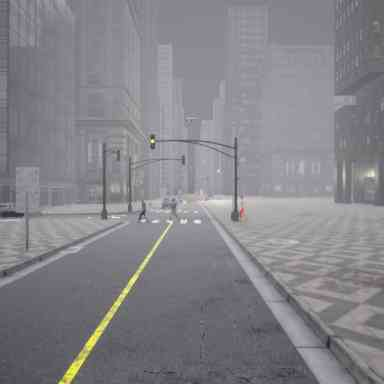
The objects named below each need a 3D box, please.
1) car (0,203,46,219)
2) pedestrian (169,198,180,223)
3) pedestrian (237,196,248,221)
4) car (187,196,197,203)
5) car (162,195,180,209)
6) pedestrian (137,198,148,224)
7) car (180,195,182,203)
[{"bbox_3d":[-15.827,1.719,29.977,4.902,1.511,2.128,-1,0,0],"label":"car"},{"bbox_3d":[-1.278,1.303,24.403,0.375,1.860,0.375,0,0,0],"label":"pedestrian"},{"bbox_3d":[3.592,1.150,23.775,0.375,1.860,0.375,0,0,0],"label":"pedestrian"},{"bbox_3d":[-0.004,1.517,69.632,1.882,1.535,5.008,0,0,0],"label":"car"},{"bbox_3d":[-3.095,1.523,45.967,1.837,1.490,4.892,0,0,0],"label":"car"},{"bbox_3d":[-3.454,1.303,23.175,0.375,1.860,0.375,0,0,0],"label":"pedestrian"},{"bbox_3d":[-3.086,1.552,56.069,1.812,1.442,4.674,0,0,0],"label":"car"}]
